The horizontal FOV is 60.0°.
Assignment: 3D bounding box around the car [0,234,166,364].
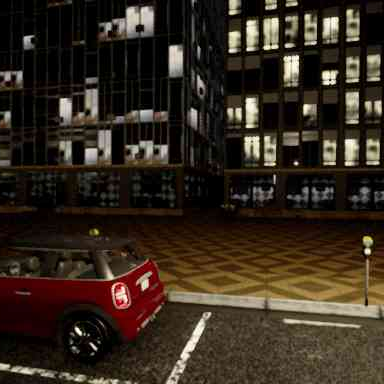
[{"bbox_3d":[-2.606,1.438,5.526,4.097,1.590,1.967,0,0,13],"label":"car"}]
